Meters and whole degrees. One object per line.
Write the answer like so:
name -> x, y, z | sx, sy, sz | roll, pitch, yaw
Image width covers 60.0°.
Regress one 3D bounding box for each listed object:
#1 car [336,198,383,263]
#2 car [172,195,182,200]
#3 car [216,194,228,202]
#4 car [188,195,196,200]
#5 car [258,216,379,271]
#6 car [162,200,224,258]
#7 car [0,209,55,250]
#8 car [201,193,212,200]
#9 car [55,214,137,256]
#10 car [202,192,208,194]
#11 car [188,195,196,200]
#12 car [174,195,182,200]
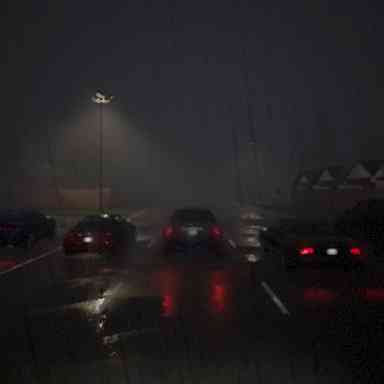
car -> 7.038, 1.217, 11.926 | 2.150, 2.045, 5.566 | 0, 0, 0
car -> -3.504, 1.492, 74.934 | 2.033, 1.411, 5.357 | 0, 0, 0
car -> 6.996, 1.430, 74.936 | 1.882, 1.535, 5.008 | 0, 0, 0
car -> -0.004, 1.359, 85.355 | 1.994, 1.385, 4.181 | 0, 0, 0
car -> 3.526, 1.542, 10.832 | 2.033, 1.411, 5.357 | 0, 0, 1
car -> 0.044, 1.345, 12.924 | 2.097, 1.767, 4.553 | 0, 0, 0
car -> -7.324, 1.470, 14.180 | 1.882, 1.535, 5.008 | 0, 0, -6
car -> 3.496, 1.547, 76.119 | 1.895, 1.301, 4.718 | 0, 0, 0
car -> -3.452, 1.558, 13.146 | 1.994, 1.385, 4.181 | 0, 0, 1
car -> 3.496, 1.098, 86.215 | 2.150, 2.045, 5.566 | 0, 0, 0
car -> -0.004, 1.477, 74.934 | 2.128, 1.511, 4.902 | 0, 0, 0
car -> -3.504, 1.359, 85.354 | 1.994, 1.385, 4.181 | 0, 0, 0
